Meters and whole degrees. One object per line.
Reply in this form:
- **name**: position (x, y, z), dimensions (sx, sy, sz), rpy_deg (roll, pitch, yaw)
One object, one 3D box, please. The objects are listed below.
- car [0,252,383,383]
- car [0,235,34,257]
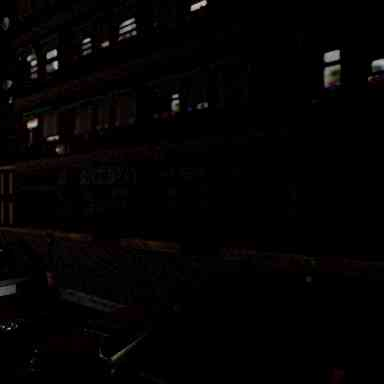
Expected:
- **car**: position (0.379, 1.440, 2.620), dimensions (4.097, 1.590, 1.967), rpy_deg (0, -1, 35)
- **car**: position (-4.231, 1.437, 5.905), dimensions (4.097, 1.590, 1.967), rpy_deg (0, -1, 35)
